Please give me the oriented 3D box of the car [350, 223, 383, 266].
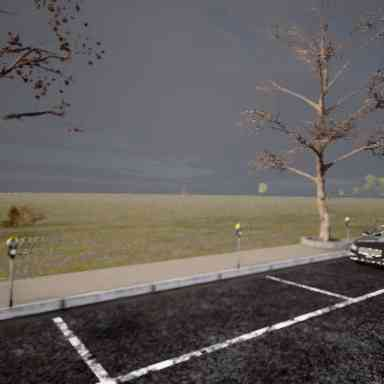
[{"bbox_3d":[7.023,1.689,11.109,4.403,1.369,2.008,1,0,-36],"label":"car"}]
